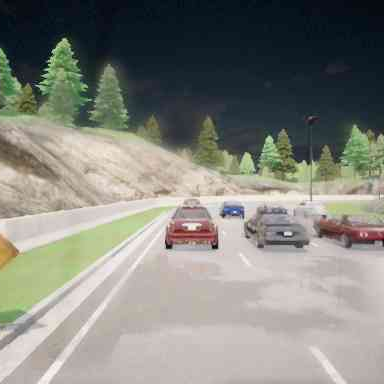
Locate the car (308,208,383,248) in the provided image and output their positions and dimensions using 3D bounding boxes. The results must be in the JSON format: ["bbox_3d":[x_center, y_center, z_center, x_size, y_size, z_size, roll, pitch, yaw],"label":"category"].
[{"bbox_3d":[7.000,1.617,14.680,1.895,1.301,4.718,0,0,0],"label":"car"}]

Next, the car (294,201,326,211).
[{"bbox_3d":[10.500,1.534,29.650,1.812,1.442,4.674,0,0,0],"label":"car"}]

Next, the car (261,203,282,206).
[{"bbox_3d":[7.000,1.617,29.680,1.895,1.301,4.718,0,0,0],"label":"car"}]

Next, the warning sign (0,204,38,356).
[{"bbox_3d":[-3.050,1.115,4.655,1.300,1.860,1.060,0,0,0],"label":"warning sign"}]

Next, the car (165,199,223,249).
[{"bbox_3d":[0.000,1.367,14.620,2.097,1.767,4.553,0,0,0],"label":"car"}]

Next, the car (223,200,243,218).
[{"bbox_3d":[3.500,1.485,29.650,1.882,1.535,5.008,0,0,0],"label":"car"}]

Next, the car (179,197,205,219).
[{"bbox_3d":[0.000,1.367,29.620,2.097,1.767,4.553,0,0,0],"label":"car"}]

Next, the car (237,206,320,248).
[{"bbox_3d":[3.500,1.564,14.650,2.033,1.411,5.357,0,0,0],"label":"car"}]
